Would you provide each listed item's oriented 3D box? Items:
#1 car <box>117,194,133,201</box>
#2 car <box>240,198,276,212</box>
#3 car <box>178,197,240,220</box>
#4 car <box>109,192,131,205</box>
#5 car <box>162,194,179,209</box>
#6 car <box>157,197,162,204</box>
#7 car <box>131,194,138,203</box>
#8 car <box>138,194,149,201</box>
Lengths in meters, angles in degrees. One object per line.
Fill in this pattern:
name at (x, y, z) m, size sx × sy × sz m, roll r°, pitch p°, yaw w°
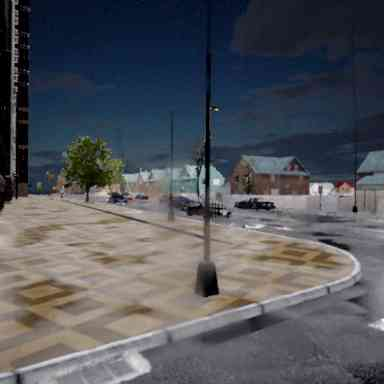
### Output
car at (-13.776, 1.054, 68.347) m, size 1.895 × 1.301 × 4.718 m, roll 1°, pitch 0°, yaw -28°
car at (6.724, 1.330, 36.163) m, size 2.033 × 1.411 × 5.357 m, roll 1°, pitch 0°, yaw -28°
car at (1.143, 1.257, 25.380) m, size 2.128 × 1.511 × 4.902 m, roll 1°, pitch 0°, yaw -28°
car at (-10.858, 1.061, 48.396) m, size 1.812 × 1.442 × 4.674 m, roll 1°, pitch 0°, yaw -27°
car at (-1.023, 1.240, 36.531) m, size 2.033 × 1.411 × 5.357 m, roll 1°, pitch 0°, yaw -28°
car at (-3.486, 1.118, 48.682) m, size 1.837 × 1.490 × 4.892 m, roll 1°, pitch 0°, yaw -28°
car at (-11.273, 0.857, 56.337) m, size 2.097 × 1.767 × 4.553 m, roll 1°, pitch 0°, yaw -28°
car at (-10.547, 1.032, 69.186) m, size 2.033 × 1.411 × 5.357 m, roll 1°, pitch 0°, yaw -28°
